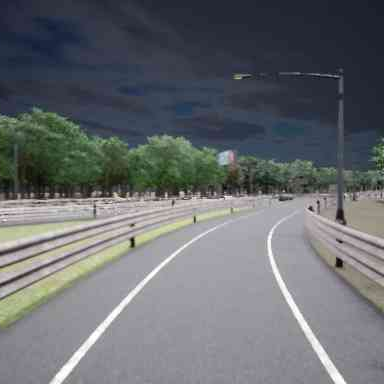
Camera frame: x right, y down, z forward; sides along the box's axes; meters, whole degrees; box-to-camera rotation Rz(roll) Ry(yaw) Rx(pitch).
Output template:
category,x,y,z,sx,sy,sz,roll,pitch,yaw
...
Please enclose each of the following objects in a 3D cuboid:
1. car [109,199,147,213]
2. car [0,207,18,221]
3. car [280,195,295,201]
category,x,y,z,sx,sy,sz,roll,pitch,yaw
car,-7.470,1.601,39.309,2.128,1.511,4.902,0,1,39
car,-16.993,1.587,27.543,2.097,1.767,4.553,0,1,39
car,21.511,1.334,75.112,1.882,1.535,5.008,0,0,39
